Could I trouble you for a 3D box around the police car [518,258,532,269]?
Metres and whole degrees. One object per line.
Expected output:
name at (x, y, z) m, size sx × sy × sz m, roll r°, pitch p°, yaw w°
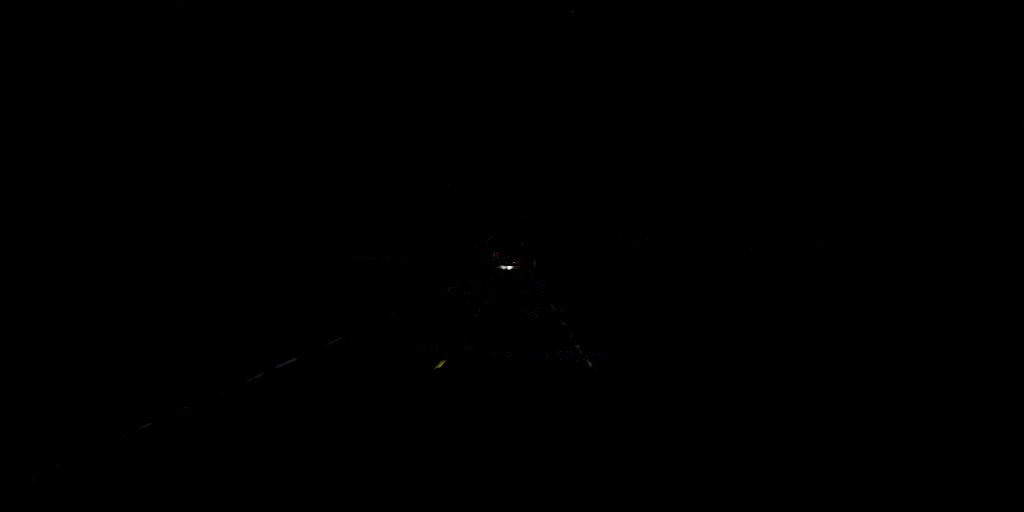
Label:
police car at (2.342, 1.281, 59.554) m, size 1.930 × 1.638 × 5.238 m, roll 1°, pitch 0°, yaw 1°
